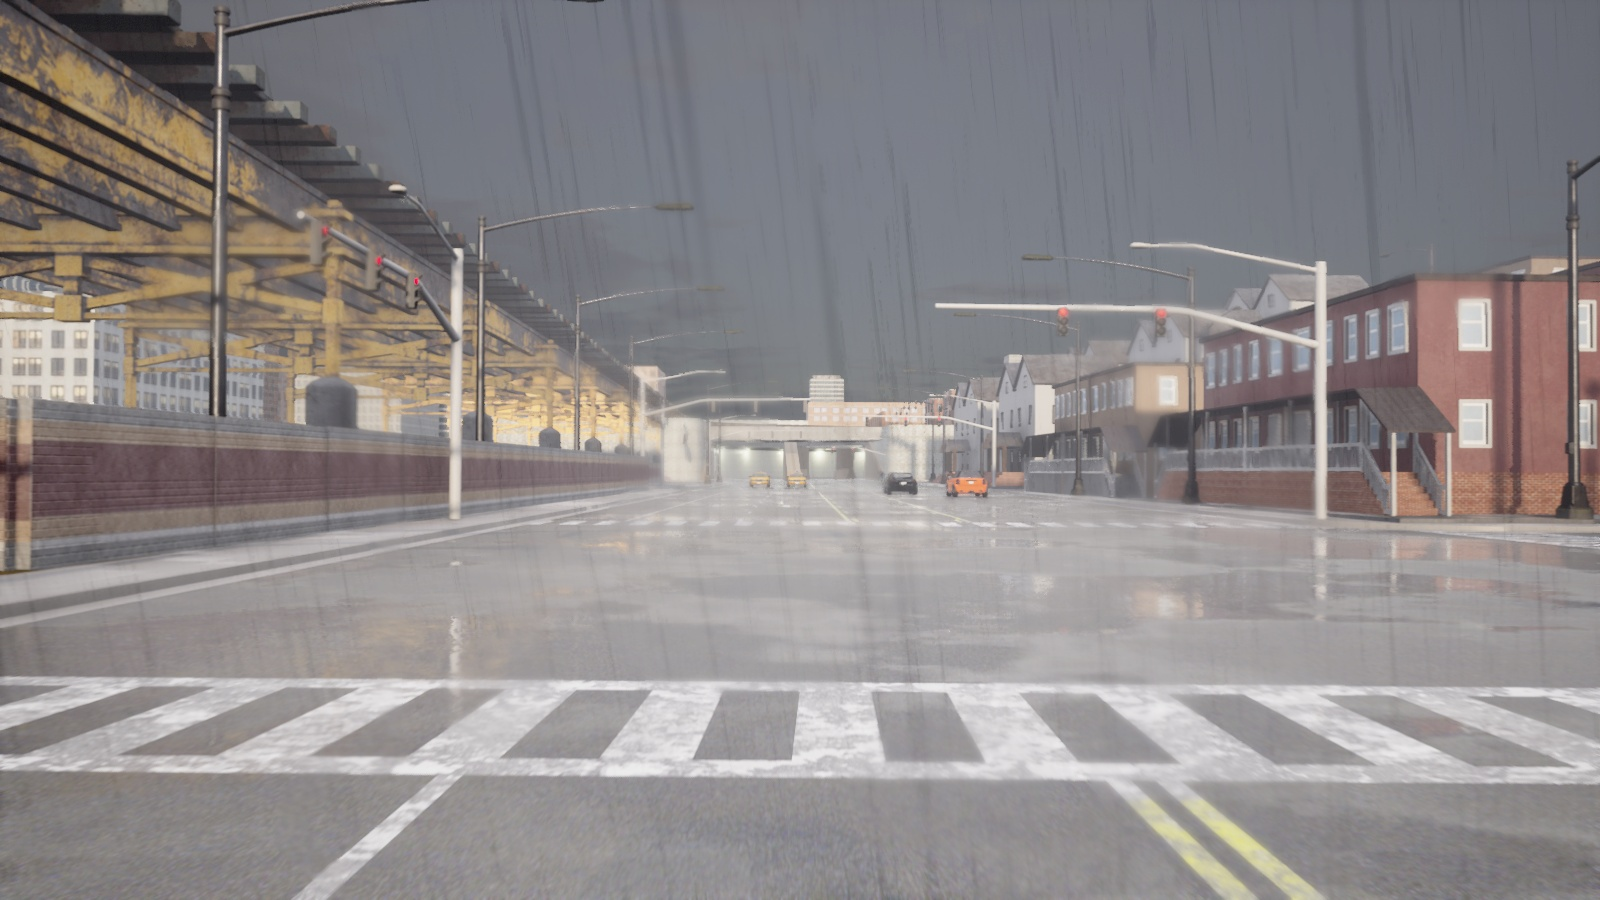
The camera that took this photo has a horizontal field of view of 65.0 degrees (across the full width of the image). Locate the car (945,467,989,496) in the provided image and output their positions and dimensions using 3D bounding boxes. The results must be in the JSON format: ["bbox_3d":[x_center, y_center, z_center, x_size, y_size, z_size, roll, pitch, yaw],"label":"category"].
[{"bbox_3d":[10.325,1.937,77.989,2.097,1.767,4.553,0,-1,0],"label":"car"}]

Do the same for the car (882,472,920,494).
[{"bbox_3d":[6.809,2.208,84.881,2.163,1.488,4.792,0,-1,0],"label":"car"}]
